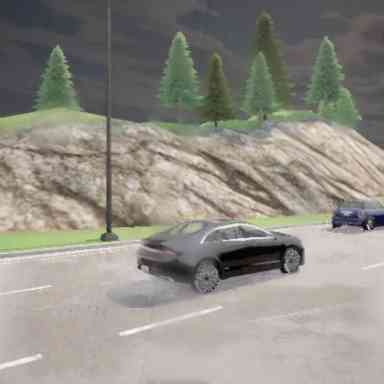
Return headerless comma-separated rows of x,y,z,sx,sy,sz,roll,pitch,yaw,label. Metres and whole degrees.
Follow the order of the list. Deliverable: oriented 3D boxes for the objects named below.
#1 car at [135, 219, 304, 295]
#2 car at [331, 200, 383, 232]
0.936,1.462,8.715,4.902,1.511,2.128,0,0,-35,car
10.319,1.253,19.706,4.553,1.767,2.097,0,0,-36,car
